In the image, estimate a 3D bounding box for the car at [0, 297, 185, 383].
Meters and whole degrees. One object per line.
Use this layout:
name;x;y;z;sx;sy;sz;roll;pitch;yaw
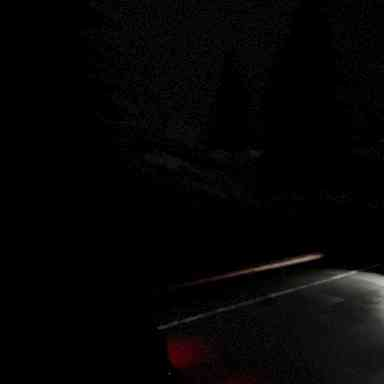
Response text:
car;-2.648;1.557;2.097;5.357;1.411;2.033;-1;0;-35
